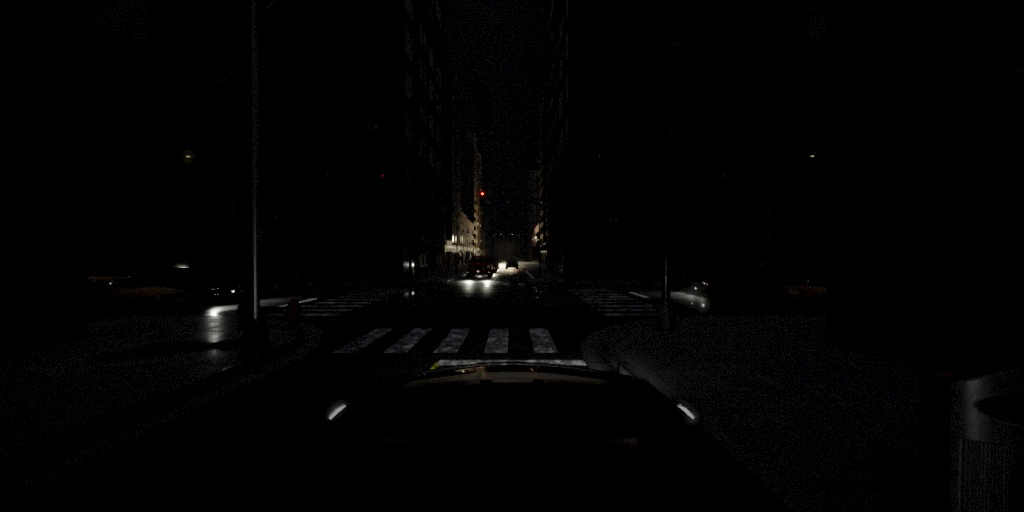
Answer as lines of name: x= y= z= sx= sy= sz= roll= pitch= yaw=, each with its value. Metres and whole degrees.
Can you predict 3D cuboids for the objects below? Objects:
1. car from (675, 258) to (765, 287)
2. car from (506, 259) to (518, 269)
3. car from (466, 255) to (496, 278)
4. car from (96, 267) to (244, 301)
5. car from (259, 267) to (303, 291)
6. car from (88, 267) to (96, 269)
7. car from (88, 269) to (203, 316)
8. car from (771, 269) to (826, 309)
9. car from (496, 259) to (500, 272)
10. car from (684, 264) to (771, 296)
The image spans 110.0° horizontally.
car: x=12.314 y=1.031 z=20.958 sx=5.009 sy=1.841 sz=2.192 roll=0 pitch=0 yaw=0
car: x=-0.008 y=1.247 z=56.114 sx=1.812 sy=1.442 sz=4.674 roll=0 pitch=0 yaw=0
car: x=-2.911 y=0.962 z=33.524 sx=2.150 sy=2.045 sz=5.566 roll=0 pitch=0 yaw=0
car: x=-14.410 y=1.271 z=15.465 sx=4.892 sy=1.490 sz=1.837 roll=0 pitch=0 yaw=1
car: x=-14.569 y=1.307 z=20.942 sx=4.313 sy=1.339 sz=1.948 roll=0 pitch=0 yaw=0
car: x=-25.395 y=1.315 z=20.935 sx=4.313 sy=1.339 sz=1.948 roll=0 pitch=0 yaw=0
car: x=-14.403 y=1.304 z=12.917 sx=4.829 sy=1.417 sz=1.751 roll=0 pitch=0 yaw=0
car: x=12.480 y=1.280 z=12.933 sx=4.829 sy=1.417 sz=1.751 roll=0 pitch=0 yaw=0
car: x=-2.929 y=0.955 z=43.913 sx=2.150 sy=2.045 sz=5.566 roll=0 pitch=0 yaw=0
car: x=12.134 y=1.277 z=18.382 sx=5.357 sy=1.411 sz=2.033 roll=0 pitch=0 yaw=3
